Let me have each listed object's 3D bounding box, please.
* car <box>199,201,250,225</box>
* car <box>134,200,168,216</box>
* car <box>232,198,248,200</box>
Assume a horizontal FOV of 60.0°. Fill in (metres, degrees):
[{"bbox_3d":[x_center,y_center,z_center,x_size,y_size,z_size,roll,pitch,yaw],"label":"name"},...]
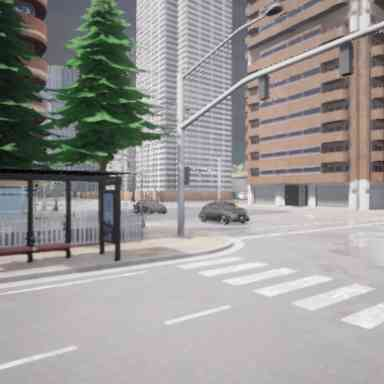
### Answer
[{"bbox_3d":[2.356,1.640,24.917,1.994,1.385,4.181,0,0,-35],"label":"car"},{"bbox_3d":[-4.310,1.581,34.347,1.837,1.490,4.892,0,0,-35],"label":"car"},{"bbox_3d":[2.962,1.585,30.118,1.837,1.490,4.892,0,0,-35],"label":"car"}]
